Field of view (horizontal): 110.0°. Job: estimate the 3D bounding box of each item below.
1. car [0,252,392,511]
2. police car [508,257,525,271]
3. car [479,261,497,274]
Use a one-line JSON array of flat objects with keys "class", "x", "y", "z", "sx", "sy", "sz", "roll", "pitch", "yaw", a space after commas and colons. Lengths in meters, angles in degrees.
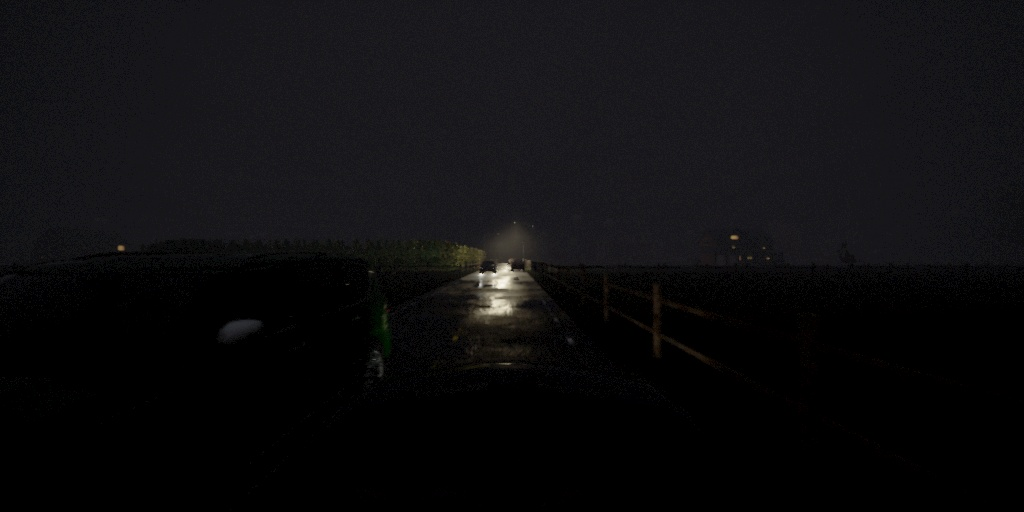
[{"class": "car", "x": -2.849, "y": 0.972, "z": 3.125, "sx": 2.150, "sy": 2.045, "sz": 5.566, "roll": 0, "pitch": 0, "yaw": 0}, {"class": "police car", "x": 0.831, "y": 1.261, "z": 50.729, "sx": 1.930, "sy": 1.638, "sz": 5.238, "roll": 0, "pitch": 0, "yaw": 0}, {"class": "car", "x": -2.831, "y": 1.314, "z": 43.117, "sx": 1.837, "sy": 1.490, "sz": 4.892, "roll": 0, "pitch": 0, "yaw": 0}]
